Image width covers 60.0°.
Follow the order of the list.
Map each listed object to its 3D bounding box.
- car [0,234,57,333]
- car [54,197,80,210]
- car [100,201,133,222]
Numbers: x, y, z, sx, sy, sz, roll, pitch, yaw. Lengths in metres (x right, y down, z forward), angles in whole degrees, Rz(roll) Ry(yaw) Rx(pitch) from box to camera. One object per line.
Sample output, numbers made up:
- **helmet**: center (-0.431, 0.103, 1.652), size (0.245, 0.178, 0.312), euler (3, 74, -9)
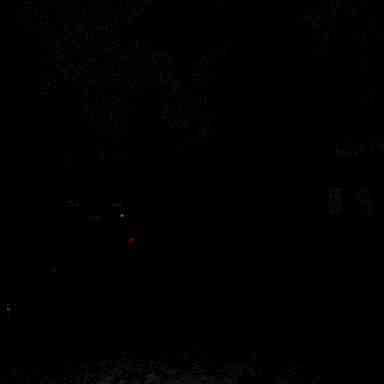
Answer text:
- **car**: center (-4.116, 1.538, 6.437), size (1.994, 1.385, 4.181), euler (0, 0, -7)
- **car**: center (-15.009, 1.298, 39.773), size (2.128, 1.511, 4.902), euler (0, 0, -39)
- **car**: center (-5.657, 1.393, 24.733), size (1.812, 1.442, 4.674), euler (0, 1, -23)
